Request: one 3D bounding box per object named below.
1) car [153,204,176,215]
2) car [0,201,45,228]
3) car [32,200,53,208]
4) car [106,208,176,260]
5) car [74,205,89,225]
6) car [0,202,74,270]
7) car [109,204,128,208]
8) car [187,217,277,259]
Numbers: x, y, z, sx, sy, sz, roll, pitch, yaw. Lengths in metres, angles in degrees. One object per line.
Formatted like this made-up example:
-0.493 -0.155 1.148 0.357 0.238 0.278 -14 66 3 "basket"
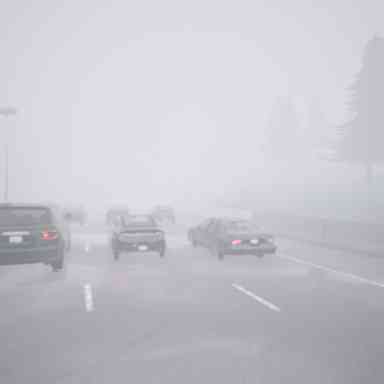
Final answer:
-2.505 1.800 27.577 1.837 1.490 4.892 0 0 -12 "car"
-12.703 1.608 25.075 2.097 1.767 4.553 0 -1 -12 "car"
-28.008 2.236 62.401 1.895 1.301 4.718 0 -1 -2 "car"
-2.280 1.633 13.180 2.128 1.511 4.902 0 0 -16 "car"
-9.468 1.754 26.700 1.882 1.535 5.008 0 0 -12 "car"
-5.363 1.341 11.227 2.150 2.045 5.566 0 0 -17 "car"
-6.062 1.766 27.512 1.882 1.535 5.008 0 0 -12 "car"
1.318 1.692 13.309 2.033 1.411 5.357 0 -1 -17 "car"
